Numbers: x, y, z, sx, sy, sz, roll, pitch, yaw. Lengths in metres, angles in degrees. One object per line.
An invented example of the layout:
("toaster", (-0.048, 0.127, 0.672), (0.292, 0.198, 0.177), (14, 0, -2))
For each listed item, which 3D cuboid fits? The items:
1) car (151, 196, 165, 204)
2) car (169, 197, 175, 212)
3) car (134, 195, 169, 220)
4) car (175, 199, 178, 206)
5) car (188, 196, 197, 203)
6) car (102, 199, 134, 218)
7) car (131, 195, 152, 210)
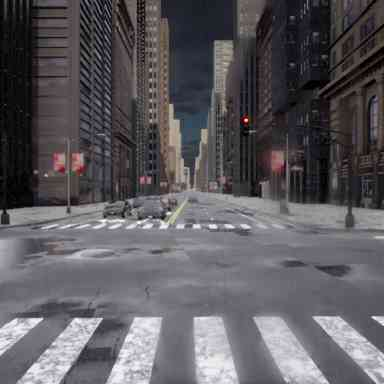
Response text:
("car", (-6.443, 1.489, 63.847), (2.033, 1.411, 5.357), (0, 0, 0))
("car", (-3.317, 1.502, 38.104), (1.812, 1.442, 4.674), (0, 0, 0))
("car", (-3.265, 1.338, 27.778), (2.097, 1.767, 4.553), (0, 0, -2))
("car", (-3.281, 1.525, 52.207), (1.994, 1.385, 4.181), (0, 0, 1))
("car", (0.163, 1.471, 69.915), (2.033, 1.411, 5.357), (0, 0, 0))
("car", (-6.574, 1.489, 29.682), (1.837, 1.490, 4.892), (0, 0, 0))
("car", (-6.557, 1.323, 43.544), (2.097, 1.767, 4.553), (0, 0, 0))
